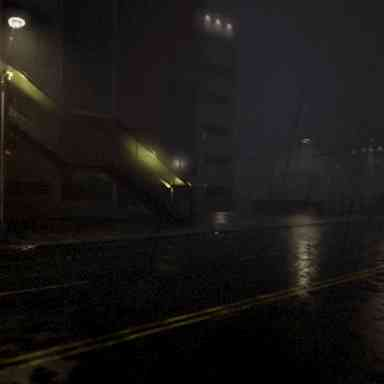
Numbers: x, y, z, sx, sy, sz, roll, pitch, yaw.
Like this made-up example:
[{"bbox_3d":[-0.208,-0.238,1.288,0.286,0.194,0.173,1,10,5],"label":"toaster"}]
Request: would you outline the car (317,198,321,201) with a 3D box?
[{"bbox_3d":[29.193,2.085,76.214,3.806,1.475,1.970,1,0,-36],"label":"car"}]
